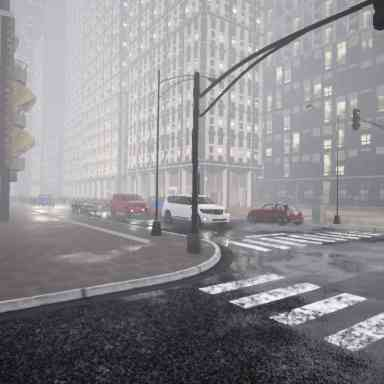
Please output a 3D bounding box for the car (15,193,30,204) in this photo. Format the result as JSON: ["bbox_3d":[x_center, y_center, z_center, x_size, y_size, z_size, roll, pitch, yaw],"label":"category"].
[{"bbox_3d":[-30.264,1.154,60.665,2.192,1.841,5.009,1,-1,-35],"label":"car"}]

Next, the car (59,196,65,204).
[{"bbox_3d":[-23.997,1.433,61.815,1.882,1.535,5.008,1,-1,-35],"label":"car"}]

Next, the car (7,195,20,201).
[{"bbox_3d":[-40.030,1.377,74.513,2.008,1.369,4.403,1,-1,-35],"label":"car"}]

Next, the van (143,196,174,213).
[{"bbox_3d":[-3.890,1.382,37.790,1.690,1.788,3.998,1,-1,-35],"label":"van"}]

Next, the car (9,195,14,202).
[{"bbox_3d":[-36.776,1.396,69.896,1.947,1.339,4.313,1,-1,-35],"label":"car"}]

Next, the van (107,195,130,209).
[{"bbox_3d":[-10.398,1.368,47.024,1.690,1.788,3.998,1,-1,-35],"label":"van"}]

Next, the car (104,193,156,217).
[{"bbox_3d":[-5.688,1.155,30.297,2.150,2.045,5.566,1,-1,-35],"label":"car"}]

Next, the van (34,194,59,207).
[{"bbox_3d":[-20.501,1.197,46.813,1.690,1.788,3.998,1,-1,-35],"label":"van"}]

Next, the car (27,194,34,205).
[{"bbox_3d":[-23.760,1.432,51.428,1.802,1.307,4.206,1,-1,-35],"label":"car"}]

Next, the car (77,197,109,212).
[{"bbox_3d":[-11.530,1.412,38.597,2.128,1.511,4.902,1,-1,-35],"label":"car"}]

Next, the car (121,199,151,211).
[{"bbox_3d":[-7.148,1.584,42.405,2.008,1.369,4.403,1,-1,-35],"label":"car"}]

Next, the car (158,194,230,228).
[{"bbox_3d":[0.084,1.170,22.104,2.150,2.045,5.566,1,-1,-35],"label":"car"}]

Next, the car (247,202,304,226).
[{"bbox_3d":[5.871,1.505,23.938,1.967,1.590,4.097,1,-1,-35],"label":"car"}]

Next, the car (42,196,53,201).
[{"bbox_3d":[-36.437,1.570,83.957,1.802,1.307,4.206,1,-1,-35],"label":"car"}]

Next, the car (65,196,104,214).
[{"bbox_3d":[-10.743,1.427,32.961,2.008,1.369,4.403,1,-1,-35],"label":"car"}]

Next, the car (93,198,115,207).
[{"bbox_3d":[-13.657,1.586,51.638,1.947,1.339,4.313,1,-1,-35],"label":"car"}]
